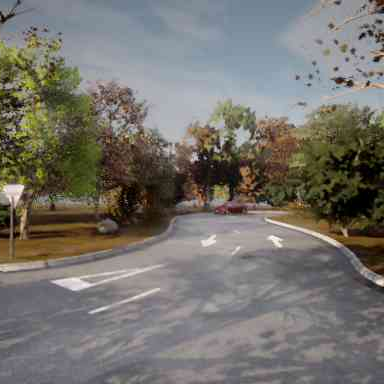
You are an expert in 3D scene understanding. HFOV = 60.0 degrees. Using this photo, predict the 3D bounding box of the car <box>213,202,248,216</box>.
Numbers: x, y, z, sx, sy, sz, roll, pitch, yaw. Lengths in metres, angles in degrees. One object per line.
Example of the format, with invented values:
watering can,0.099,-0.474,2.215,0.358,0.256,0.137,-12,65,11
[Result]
car,4.625,1.950,39.774,5.008,1.535,1.882,1,-2,-44
